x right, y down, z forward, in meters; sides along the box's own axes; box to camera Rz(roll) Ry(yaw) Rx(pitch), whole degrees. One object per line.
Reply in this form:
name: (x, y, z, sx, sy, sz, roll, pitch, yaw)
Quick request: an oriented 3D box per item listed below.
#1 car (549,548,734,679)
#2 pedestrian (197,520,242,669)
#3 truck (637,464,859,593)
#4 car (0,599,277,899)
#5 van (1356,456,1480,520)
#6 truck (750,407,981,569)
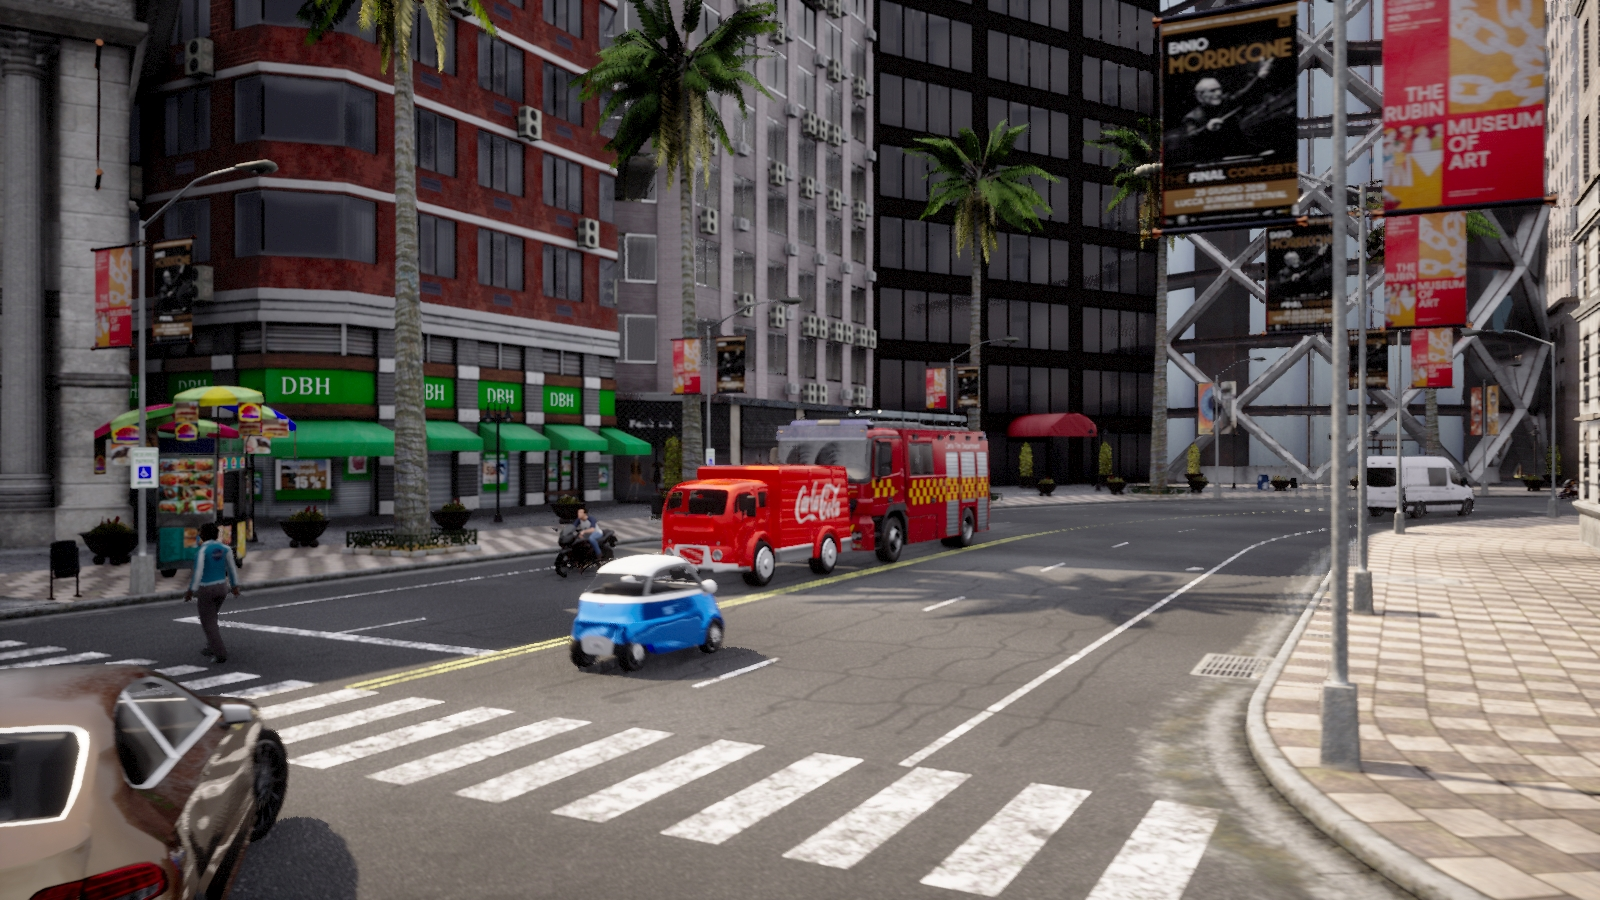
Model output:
car: (-2.075, 2.121, 15.358, 1.481, 1.376, 2.207, 0, 0, 26)
pedestrian: (-7.495, 1.851, 14.759, 0.375, 1.860, 0.375, 0, 0, 28)
truck: (-0.985, 1.571, 25.249, 2.627, 2.467, 5.204, 0, 0, 27)
car: (-4.202, 1.993, 6.200, 2.152, 1.651, 5.027, 0, 0, -21)
van: (26.180, 1.540, 48.302, 5.915, 2.561, 1.988, 0, 0, -33)
truck: (2.102, 0.894, 31.354, 2.891, 3.827, 8.468, 0, 0, 30)
